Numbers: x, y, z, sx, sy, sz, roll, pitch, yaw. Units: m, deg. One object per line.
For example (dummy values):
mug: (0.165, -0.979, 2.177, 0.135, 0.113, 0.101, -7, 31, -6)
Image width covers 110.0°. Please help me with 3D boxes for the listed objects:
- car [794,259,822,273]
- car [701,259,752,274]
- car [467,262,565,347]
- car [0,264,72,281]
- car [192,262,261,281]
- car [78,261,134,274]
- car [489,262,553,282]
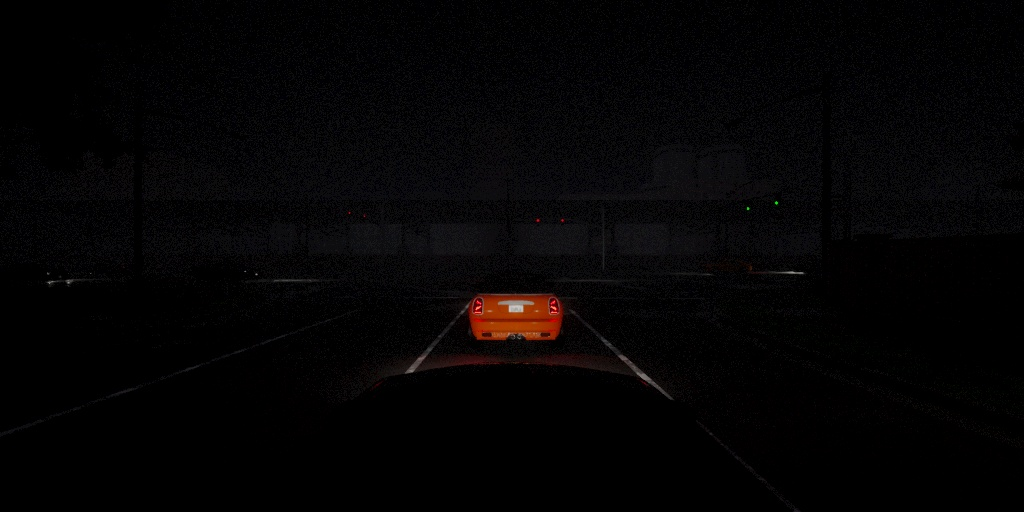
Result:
car: (33.134, 1.065, 38.768, 4.181, 1.385, 1.994, -1, 0, 1)
car: (23.224, 1.098, 39.022, 5.008, 1.535, 1.882, -1, 0, 1)
car: (0.083, 1.103, 9.490, 2.097, 1.767, 4.553, 0, 0, 0)
car: (-40.404, 1.350, 30.023, 5.357, 1.411, 2.033, 0, 0, 1)
car: (-23.441, 1.242, 29.502, 4.902, 1.511, 2.128, 0, 0, 1)
car: (-45.843, 1.297, 40.764, 5.357, 1.411, 2.033, 0, 0, 1)
car: (0.718, 1.226, 28.885, 4.902, 1.511, 2.128, 0, 0, 1)
